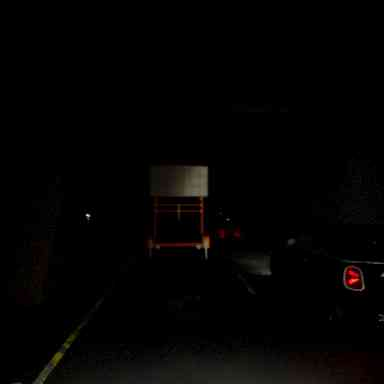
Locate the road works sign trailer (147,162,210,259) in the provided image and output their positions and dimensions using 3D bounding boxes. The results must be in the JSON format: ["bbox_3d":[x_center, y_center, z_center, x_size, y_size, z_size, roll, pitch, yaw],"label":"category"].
[{"bbox_3d":[-0.522,0.628,13.274,2.380,3.560,2.880,0,-1,-2],"label":"road works sign trailer"}]

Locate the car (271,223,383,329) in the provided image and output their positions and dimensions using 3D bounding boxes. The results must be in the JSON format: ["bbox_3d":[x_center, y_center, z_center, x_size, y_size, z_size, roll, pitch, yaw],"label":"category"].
[{"bbox_3d":[3.279,1.468,7.367,2.097,1.767,4.553,0,-1,-2],"label":"car"}]

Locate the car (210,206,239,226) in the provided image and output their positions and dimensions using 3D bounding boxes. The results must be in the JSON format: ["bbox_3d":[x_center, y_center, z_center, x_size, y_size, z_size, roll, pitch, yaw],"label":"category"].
[{"bbox_3d":[2.596,1.846,26.942,2.128,1.511,4.902,0,-1,-2],"label":"car"}]

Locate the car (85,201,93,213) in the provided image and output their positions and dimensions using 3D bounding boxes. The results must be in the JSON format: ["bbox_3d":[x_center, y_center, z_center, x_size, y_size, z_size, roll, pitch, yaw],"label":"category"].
[{"bbox_3d":[-13.084,1.955,44.347,2.128,1.511,4.902,1,-1,-10],"label":"car"}]
